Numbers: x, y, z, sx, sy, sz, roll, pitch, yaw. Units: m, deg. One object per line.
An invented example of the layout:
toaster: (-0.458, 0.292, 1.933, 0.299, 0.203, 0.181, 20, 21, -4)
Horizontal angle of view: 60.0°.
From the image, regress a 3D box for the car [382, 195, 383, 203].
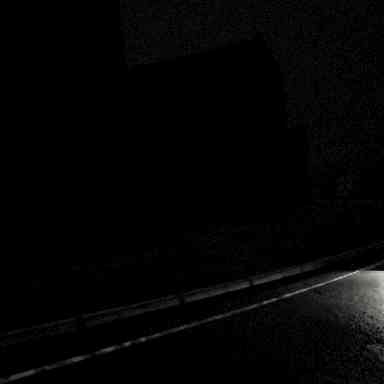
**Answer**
car: (28.169, 0.745, 46.328, 2.128, 1.511, 4.902, -5, -1, 9)
